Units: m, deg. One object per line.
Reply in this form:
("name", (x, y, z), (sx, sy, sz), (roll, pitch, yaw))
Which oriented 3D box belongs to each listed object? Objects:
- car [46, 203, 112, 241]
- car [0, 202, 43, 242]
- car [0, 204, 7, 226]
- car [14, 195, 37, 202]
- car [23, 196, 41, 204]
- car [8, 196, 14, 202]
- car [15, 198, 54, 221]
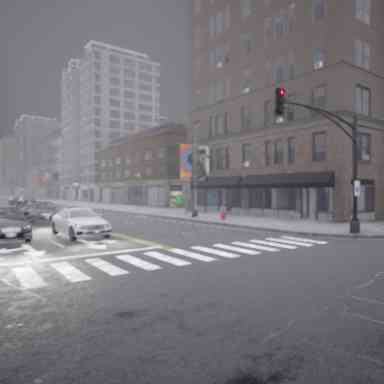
("car", (-5.676, 1.495, 16.782), (1.812, 1.442, 4.674), (0, 0, -38))
("car", (-8.734, 1.464, 15.437), (2.128, 1.511, 4.902), (0, 0, -36))
("car", (-14.163, 1.559, 22.952), (1.895, 1.301, 4.718), (0, 0, -36))
("car", (-23.368, 1.262, 47.105), (2.097, 1.767, 4.553), (0, 0, -36))
("car", (-29.388, 1.428, 60.973), (2.033, 1.411, 5.357), (0, 0, -36))
("car", (-29.048, 1.399, 54.962), (1.837, 1.490, 4.892), (0, 0, -36))
("car", (-11.121, 1.446, 24.280), (2.128, 1.511, 4.902), (0, 0, -36))
